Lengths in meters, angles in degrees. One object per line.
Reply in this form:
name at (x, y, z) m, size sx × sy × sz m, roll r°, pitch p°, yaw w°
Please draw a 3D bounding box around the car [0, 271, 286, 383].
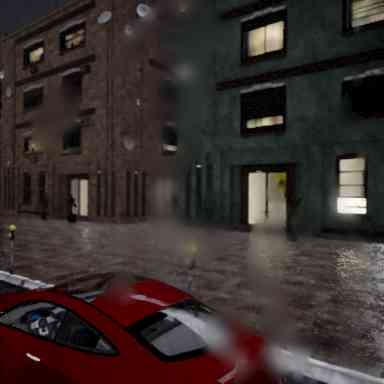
car at (-1.123, 1.584, 3.671) m, size 4.206 × 1.307 × 1.802 m, roll 0°, pitch 1°, yaw 35°
